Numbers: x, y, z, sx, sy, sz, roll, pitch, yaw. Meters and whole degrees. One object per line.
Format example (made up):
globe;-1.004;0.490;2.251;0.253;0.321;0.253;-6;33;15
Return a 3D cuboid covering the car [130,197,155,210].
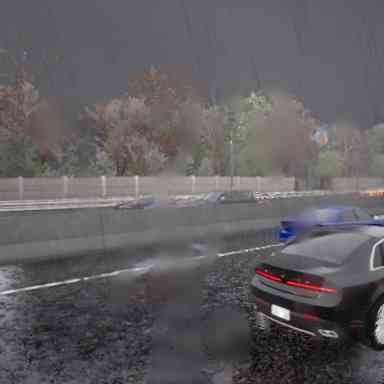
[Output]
car;-2.139;1.203;28.232;5.357;1.411;2.033;-2;1;-35

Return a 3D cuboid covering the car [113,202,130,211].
car;-4.544;1.214;30.818;5.357;1.411;2.033;-2;1;-35

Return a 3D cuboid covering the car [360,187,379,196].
car;30.014;0.028;55.298;4.553;1.767;2.097;-2;1;-35

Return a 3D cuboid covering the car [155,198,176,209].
car;0.052;1.142;25.493;4.902;1.511;2.128;-2;1;-35

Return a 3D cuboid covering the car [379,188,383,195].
car;32.152;0.150;52.529;5.008;1.535;1.882;-2;1;-35

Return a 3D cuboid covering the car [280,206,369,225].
car;5.219;1.217;11.744;5.008;1.535;1.882;-2;1;-35

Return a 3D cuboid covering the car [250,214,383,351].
car;3.196;1.362;6.013;4.892;1.490;1.837;-2;1;-35

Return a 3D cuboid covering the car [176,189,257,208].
car;2.021;0.874;22.600;5.566;2.045;2.150;-2;1;-35
